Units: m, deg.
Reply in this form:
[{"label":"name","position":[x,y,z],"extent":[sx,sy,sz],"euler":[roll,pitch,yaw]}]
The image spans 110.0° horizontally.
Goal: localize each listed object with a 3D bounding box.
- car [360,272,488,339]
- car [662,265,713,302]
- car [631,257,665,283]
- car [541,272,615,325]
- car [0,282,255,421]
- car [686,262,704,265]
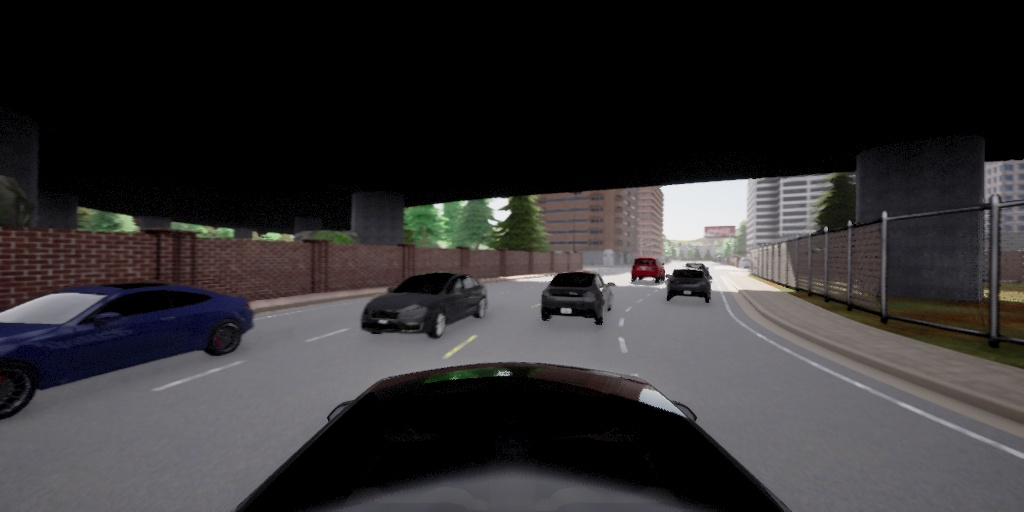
[{"label":"car","position":[-2.171,1.229,10.211],"extent":[1.837,1.490,4.892],"euler":[0,-1,16]},{"label":"car","position":[8.893,1.388,18.064],"extent":[1.837,1.490,4.892],"euler":[1,0,27]},{"label":"car","position":[11.698,1.147,30.741],"extent":[2.150,2.045,5.566],"euler":[1,0,28]},{"label":"car","position":[2.336,1.292,12.251],"extent":[1.837,1.490,4.892],"euler":[0,0,20]},{"label":"car","position":[-6.557,1.184,5.758],"extent":[1.812,1.442,4.674],"euler":[1,0,8]},{"label":"car","position":[16.423,1.346,32.105],"extent":[2.097,1.767,4.553],"euler":[1,0,28]}]
